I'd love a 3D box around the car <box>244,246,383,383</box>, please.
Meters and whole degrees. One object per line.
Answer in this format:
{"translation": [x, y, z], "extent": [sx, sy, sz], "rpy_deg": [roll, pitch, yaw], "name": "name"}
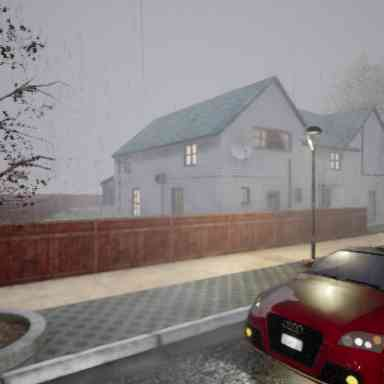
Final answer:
{"translation": [2.786, 1.581, 5.057], "extent": [4.181, 1.385, 1.994], "rpy_deg": [0, 0, -36], "name": "car"}
